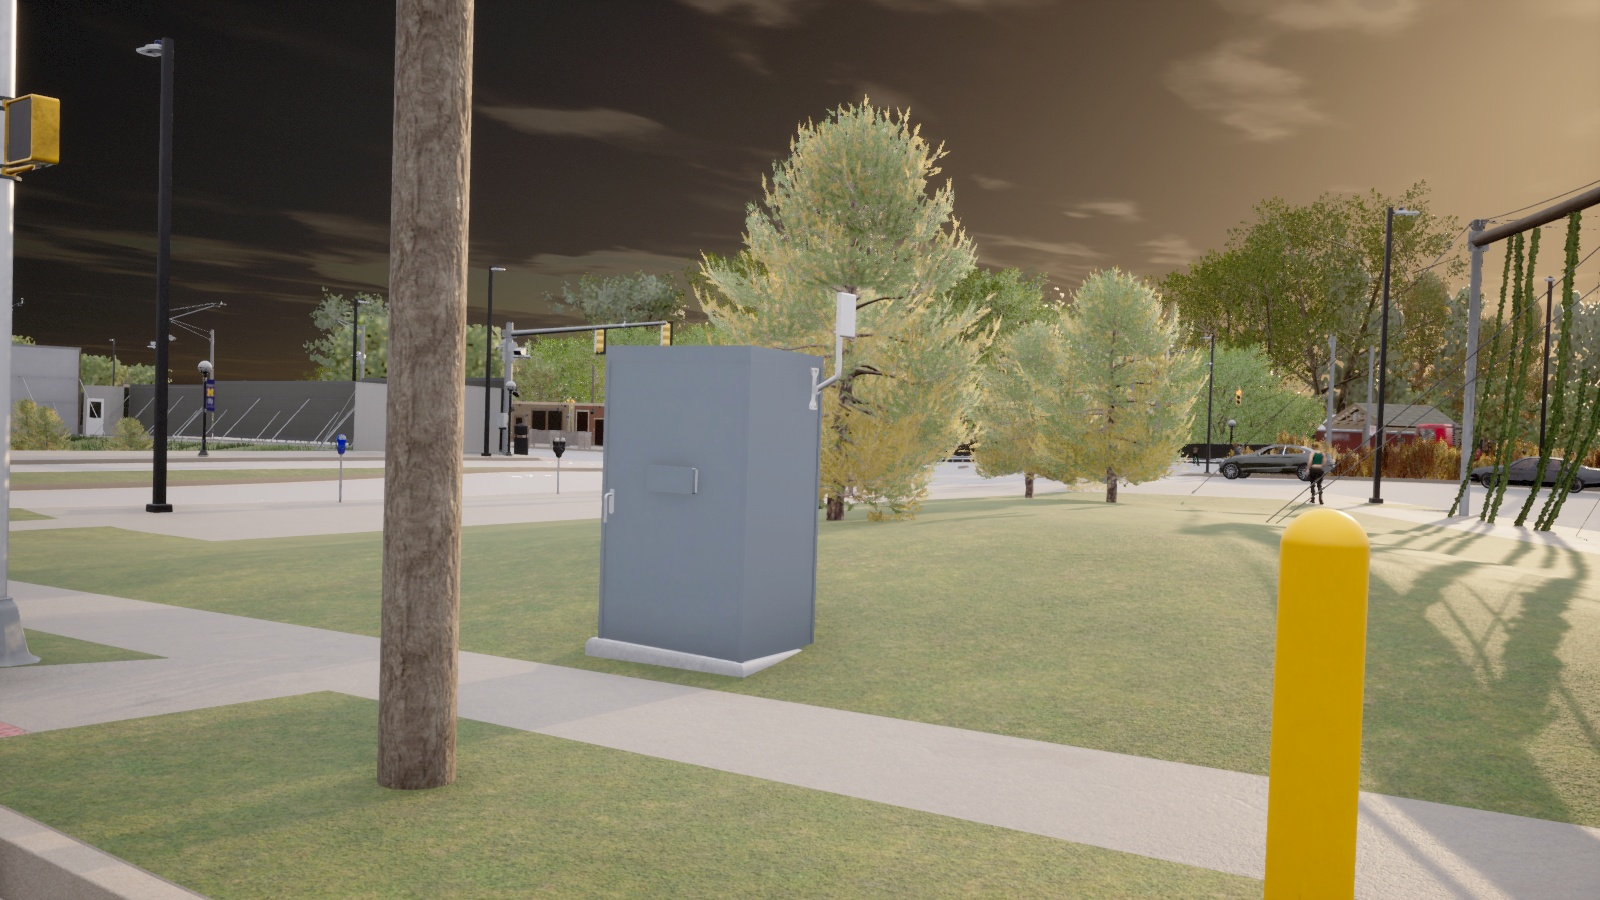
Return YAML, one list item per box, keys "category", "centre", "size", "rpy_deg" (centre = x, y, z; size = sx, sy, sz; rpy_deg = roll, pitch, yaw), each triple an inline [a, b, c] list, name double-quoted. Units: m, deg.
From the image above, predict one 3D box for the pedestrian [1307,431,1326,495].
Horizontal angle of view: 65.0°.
- category: "pedestrian"
  centre: [15.172, 0.372, 36.886]
  size: [0.345, 1.836, 0.594]
  rpy_deg: [1, 2, 9]

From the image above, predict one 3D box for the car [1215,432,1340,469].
- category: "car"
  centre: [22.013, 0.016, 57.932]
  size: [5.027, 1.651, 2.152]
  rpy_deg: [0, 1, 34]

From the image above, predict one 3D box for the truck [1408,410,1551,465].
- category: "truck"
  centre: [44.941, -0.876, 83.169]
  size: [7.936, 3.462, 2.891]
  rpy_deg: [1, 2, 37]

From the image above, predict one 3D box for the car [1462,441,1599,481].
- category: "car"
  centre: [30.596, 0.423, 52.045]
  size: [5.357, 1.411, 2.033]
  rpy_deg: [2, 3, 34]
